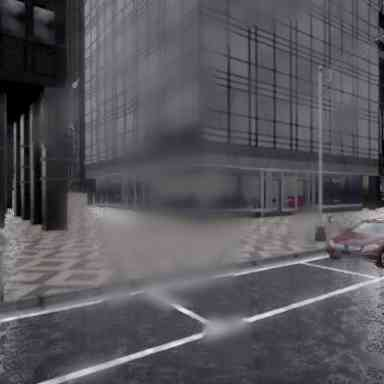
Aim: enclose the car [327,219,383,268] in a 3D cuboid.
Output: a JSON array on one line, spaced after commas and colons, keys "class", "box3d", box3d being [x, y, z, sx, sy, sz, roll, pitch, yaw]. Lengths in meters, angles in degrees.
[{"class": "car", "box3d": [6.291, 1.568, 11.141, 4.206, 1.307, 1.802, 0, 0, -36]}]
